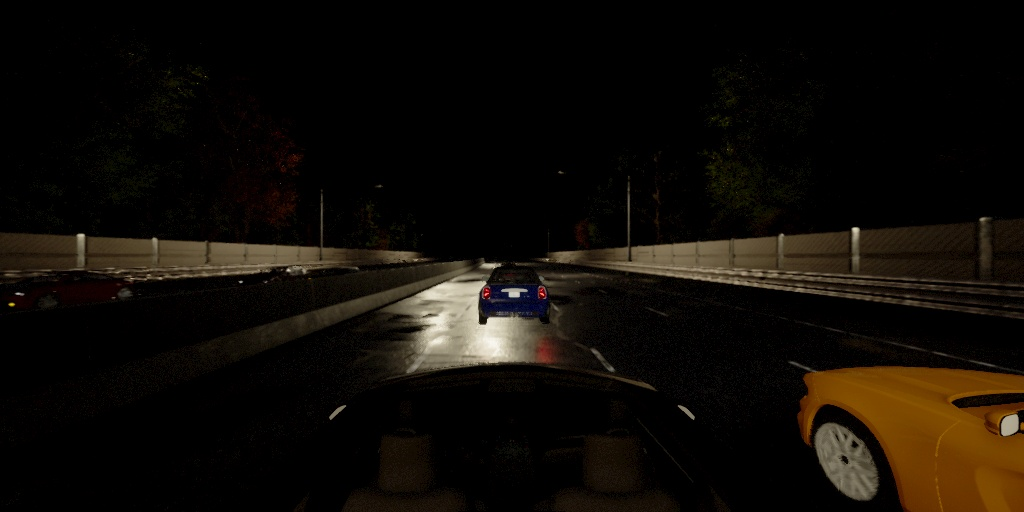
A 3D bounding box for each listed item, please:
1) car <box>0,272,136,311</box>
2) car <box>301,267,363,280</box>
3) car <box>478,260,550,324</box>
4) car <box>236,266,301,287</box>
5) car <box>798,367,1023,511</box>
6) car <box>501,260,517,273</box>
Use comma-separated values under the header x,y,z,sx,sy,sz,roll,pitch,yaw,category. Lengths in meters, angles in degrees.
x,y,z,sx,sy,sz,roll,pitch,yaw,category
-17.639,1.319,14.101,1.994,1.385,4.181,0,0,0,car
-10.653,1.358,22.269,1.895,1.301,4.718,0,0,0,car
0.052,1.106,12.192,2.097,1.767,4.553,0,0,0,car
-14.154,1.305,22.107,2.033,1.411,5.357,0,0,-1,car
3.592,1.227,1.272,1.882,1.535,5.008,0,0,0,car
-0.444,1.271,44.216,1.837,1.490,4.892,0,0,-1,car
